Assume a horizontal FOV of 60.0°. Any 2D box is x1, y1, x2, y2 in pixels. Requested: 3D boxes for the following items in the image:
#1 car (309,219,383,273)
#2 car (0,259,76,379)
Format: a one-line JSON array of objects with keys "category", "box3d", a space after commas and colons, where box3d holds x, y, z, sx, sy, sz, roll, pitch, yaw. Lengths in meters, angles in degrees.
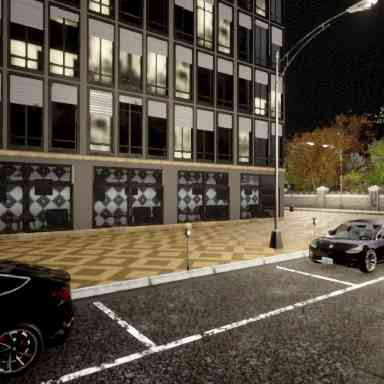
[{"category": "car", "box3d": [5.589, 1.562, 10.645, 4.313, 1.339, 1.947, 0, 0, -36]}, {"category": "car", "box3d": [-3.641, 1.566, 3.960, 4.313, 1.339, 1.947, 0, 0, -36]}]
